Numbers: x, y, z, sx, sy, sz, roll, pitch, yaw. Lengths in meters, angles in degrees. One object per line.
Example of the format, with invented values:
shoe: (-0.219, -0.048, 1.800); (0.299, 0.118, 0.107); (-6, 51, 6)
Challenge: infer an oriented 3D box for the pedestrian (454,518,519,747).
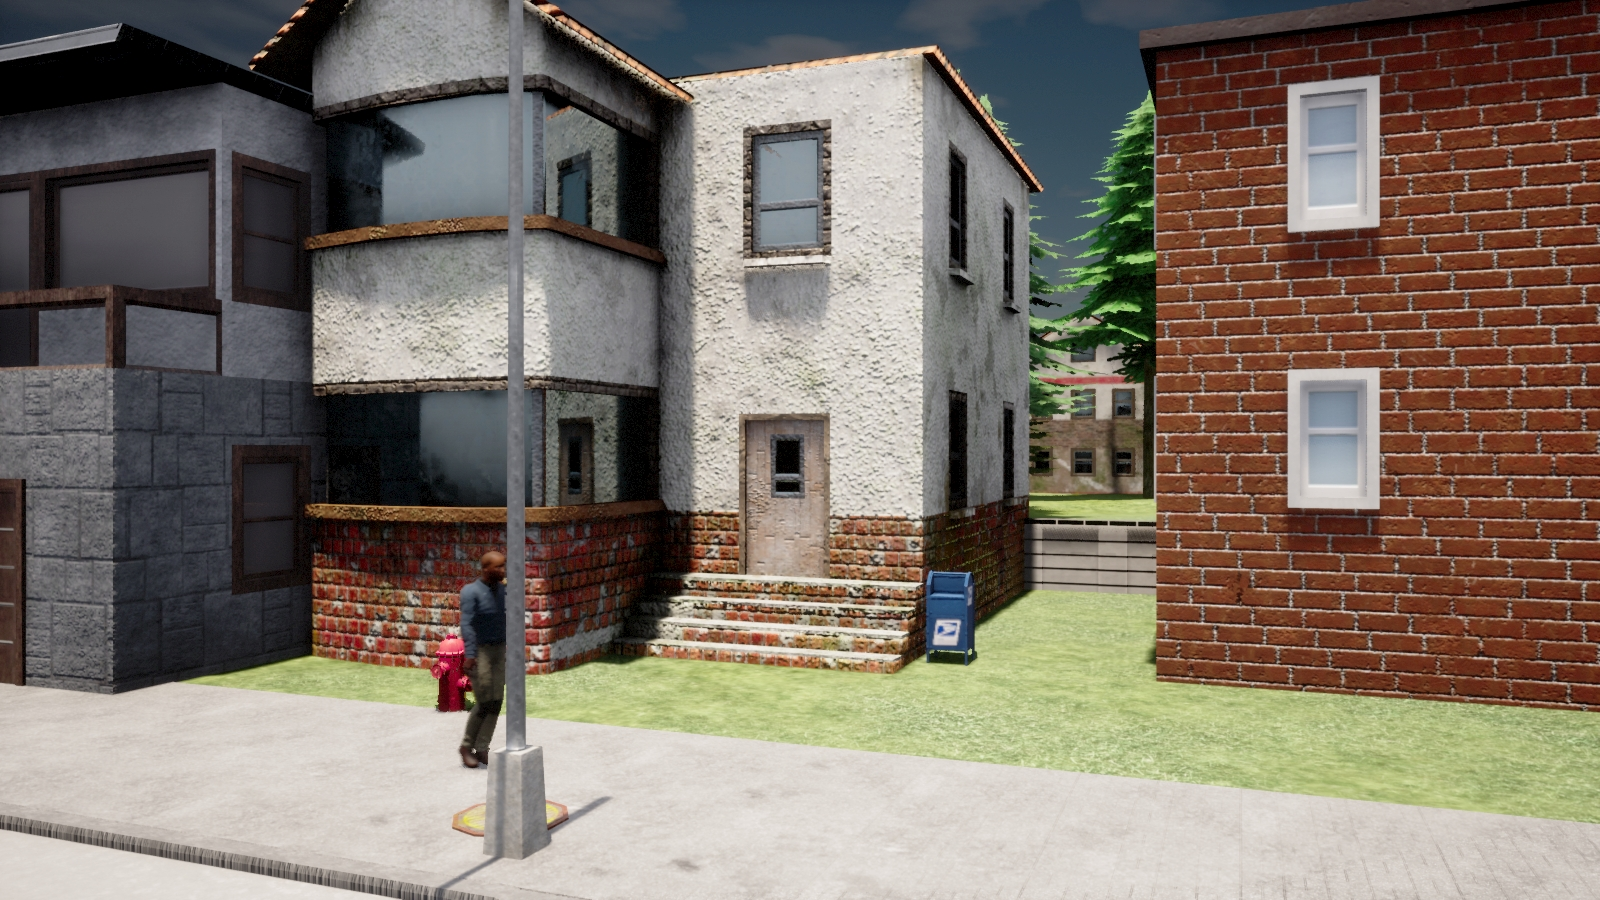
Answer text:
pedestrian: (-2.657, 1.524, 9.700); (0.375, 1.860, 0.375); (0, 0, 32)
